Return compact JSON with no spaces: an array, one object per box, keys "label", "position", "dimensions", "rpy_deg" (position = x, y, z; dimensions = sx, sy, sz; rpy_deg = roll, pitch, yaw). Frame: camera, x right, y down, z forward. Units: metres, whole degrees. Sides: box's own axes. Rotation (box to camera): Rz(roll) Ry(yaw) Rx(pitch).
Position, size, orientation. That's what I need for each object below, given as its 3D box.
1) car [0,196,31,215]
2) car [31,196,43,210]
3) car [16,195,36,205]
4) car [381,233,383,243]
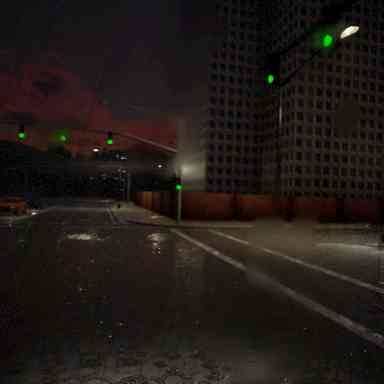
[{"label":"car","position":[-16.389,1.214,30.137],"dimensions":[1.882,1.535,5.008],"rpy_deg":[2,-1,-15]},{"label":"car","position":[-18.886,1.270,39.204],"dimensions":[1.812,1.442,4.674],"rpy_deg":[2,-1,-15]},{"label":"car","position":[-26.072,1.229,52.461],"dimensions":[1.895,1.301,4.718],"rpy_deg":[2,-1,-15]},{"label":"car","position":[11.804,2.126,16.564],"dimensions":[4.674,1.442,1.812],"rpy_deg":[2,-1,-15]}]
